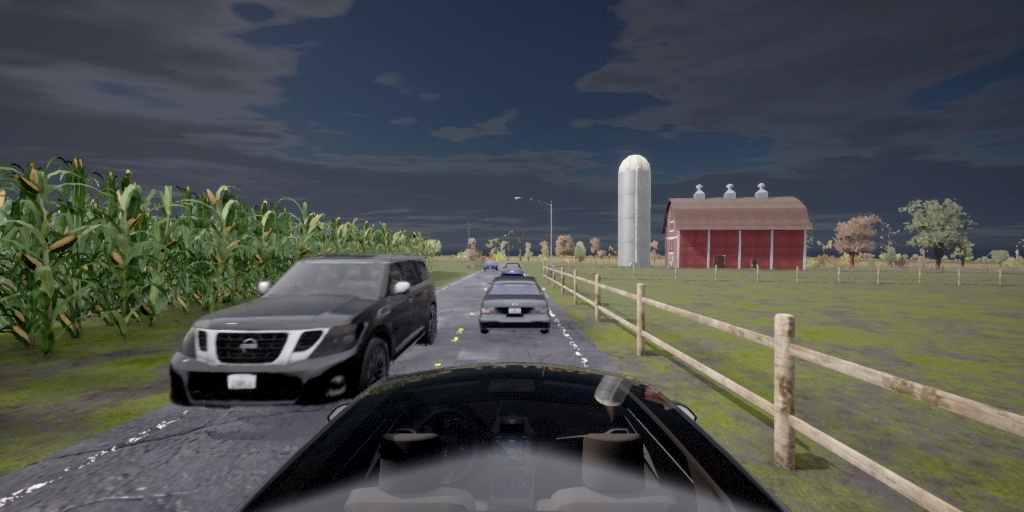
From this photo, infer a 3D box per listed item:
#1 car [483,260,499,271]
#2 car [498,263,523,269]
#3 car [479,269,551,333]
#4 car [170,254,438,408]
[{"bbox_3d":[-2.841,1.251,49.150,1.882,1.535,5.008,0,0,0],"label":"car"},{"bbox_3d":[0.042,1.319,33.101,1.994,1.385,4.181,0,0,0],"label":"car"},{"bbox_3d":[0.076,1.297,10.721,2.033,1.411,5.357,0,0,0],"label":"car"},{"bbox_3d":[-2.850,0.971,6.544,2.150,2.045,5.566,0,0,0],"label":"car"}]
